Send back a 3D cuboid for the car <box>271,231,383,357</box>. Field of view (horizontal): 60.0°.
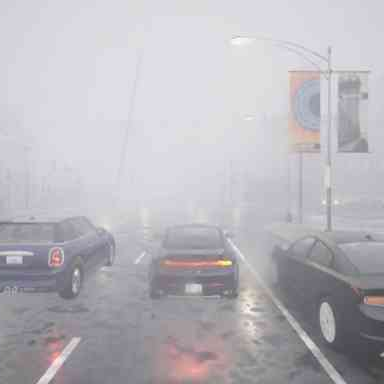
[{"bbox_3d":[2.892,1.475,6.284,2.097,1.535,5.008,0,0,0],"label":"car"}]

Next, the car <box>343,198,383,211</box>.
[{"bbox_3d":[21.007,1.461,40.532,4.902,1.511,2.128,0,0,-1],"label":"car"}]

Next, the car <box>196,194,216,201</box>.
[{"bbox_3d":[3.842,1.296,79.757,2.097,1.767,4.553,0,0,40],"label":"car"}]

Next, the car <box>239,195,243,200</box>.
[{"bbox_3d":[16.056,1.468,89.550,5.357,1.411,2.033,0,0,-32],"label":"car"}]

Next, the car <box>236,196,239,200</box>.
[{"bbox_3d":[14.381,1.477,92.622,4.181,1.385,1.994,0,0,-32],"label":"car"}]

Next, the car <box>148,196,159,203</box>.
[{"bbox_3d":[-7.033,1.489,68.852,2.033,1.411,5.357,0,0,23],"label":"car"}]

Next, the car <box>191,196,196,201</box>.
[{"bbox_3d":[1.841,1.294,82.782,2.097,1.767,4.553,0,0,40],"label":"car"}]

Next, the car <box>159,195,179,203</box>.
[{"bbox_3d":[-4.179,1.303,66.291,2.097,1.767,4.553,0,0,20],"label":"car"}]

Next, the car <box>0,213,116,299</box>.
[{"bbox_3d":[-3.450,1.346,8.625,2.097,1.767,4.553,0,0,0],"label":"car"}]

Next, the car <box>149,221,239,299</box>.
[{"bbox_3d":[0.049,1.499,8.443,1.837,1.490,4.892,0,0,0],"label":"car"}]
